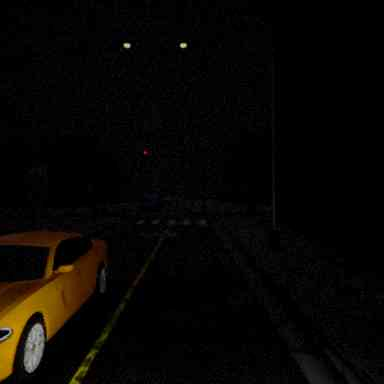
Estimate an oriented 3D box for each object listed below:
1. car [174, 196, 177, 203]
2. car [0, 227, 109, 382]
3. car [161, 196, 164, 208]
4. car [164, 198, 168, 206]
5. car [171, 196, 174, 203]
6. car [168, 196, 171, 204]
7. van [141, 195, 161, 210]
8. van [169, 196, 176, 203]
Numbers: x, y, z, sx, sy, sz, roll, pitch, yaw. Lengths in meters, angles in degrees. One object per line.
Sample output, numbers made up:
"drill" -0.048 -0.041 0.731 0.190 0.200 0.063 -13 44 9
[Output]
"car" -5.510 2.120 82.564 1.887 1.381 4.507 1 -1 0
"car" -2.840 1.467 5.687 1.882 1.535 5.008 0 0 0
"car" -5.411 1.605 45.840 2.008 1.369 4.403 2 -1 0
"car" -5.417 1.431 50.828 2.192 1.841 5.009 2 -1 0
"car" -5.482 1.990 71.984 1.802 1.307 4.206 2 -1 0
"car" -5.452 1.799 61.404 1.887 1.381 4.507 2 -1 0
"van" -5.396 1.356 42.523 1.690 1.788 3.998 2 -1 0
"van" -5.534 2.099 93.146 1.690 1.788 3.998 1 -1 0
